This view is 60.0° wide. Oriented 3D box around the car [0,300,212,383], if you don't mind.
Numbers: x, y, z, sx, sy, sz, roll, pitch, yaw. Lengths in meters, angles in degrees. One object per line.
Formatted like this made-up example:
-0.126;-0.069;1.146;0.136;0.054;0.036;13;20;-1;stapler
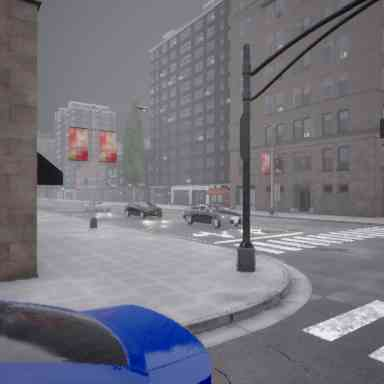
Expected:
-2.138;1.477;1.557;5.008;1.535;1.882;0;0;-36;car

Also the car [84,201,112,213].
-11.346;1.747;40.164;1.895;1.301;4.718;0;0;-36;car

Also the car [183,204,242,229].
1.284;1.554;22.549;2.128;1.511;4.902;0;0;-36;car

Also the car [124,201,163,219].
-4.538;1.579;30.659;1.882;1.535;5.008;0;0;-35;car
